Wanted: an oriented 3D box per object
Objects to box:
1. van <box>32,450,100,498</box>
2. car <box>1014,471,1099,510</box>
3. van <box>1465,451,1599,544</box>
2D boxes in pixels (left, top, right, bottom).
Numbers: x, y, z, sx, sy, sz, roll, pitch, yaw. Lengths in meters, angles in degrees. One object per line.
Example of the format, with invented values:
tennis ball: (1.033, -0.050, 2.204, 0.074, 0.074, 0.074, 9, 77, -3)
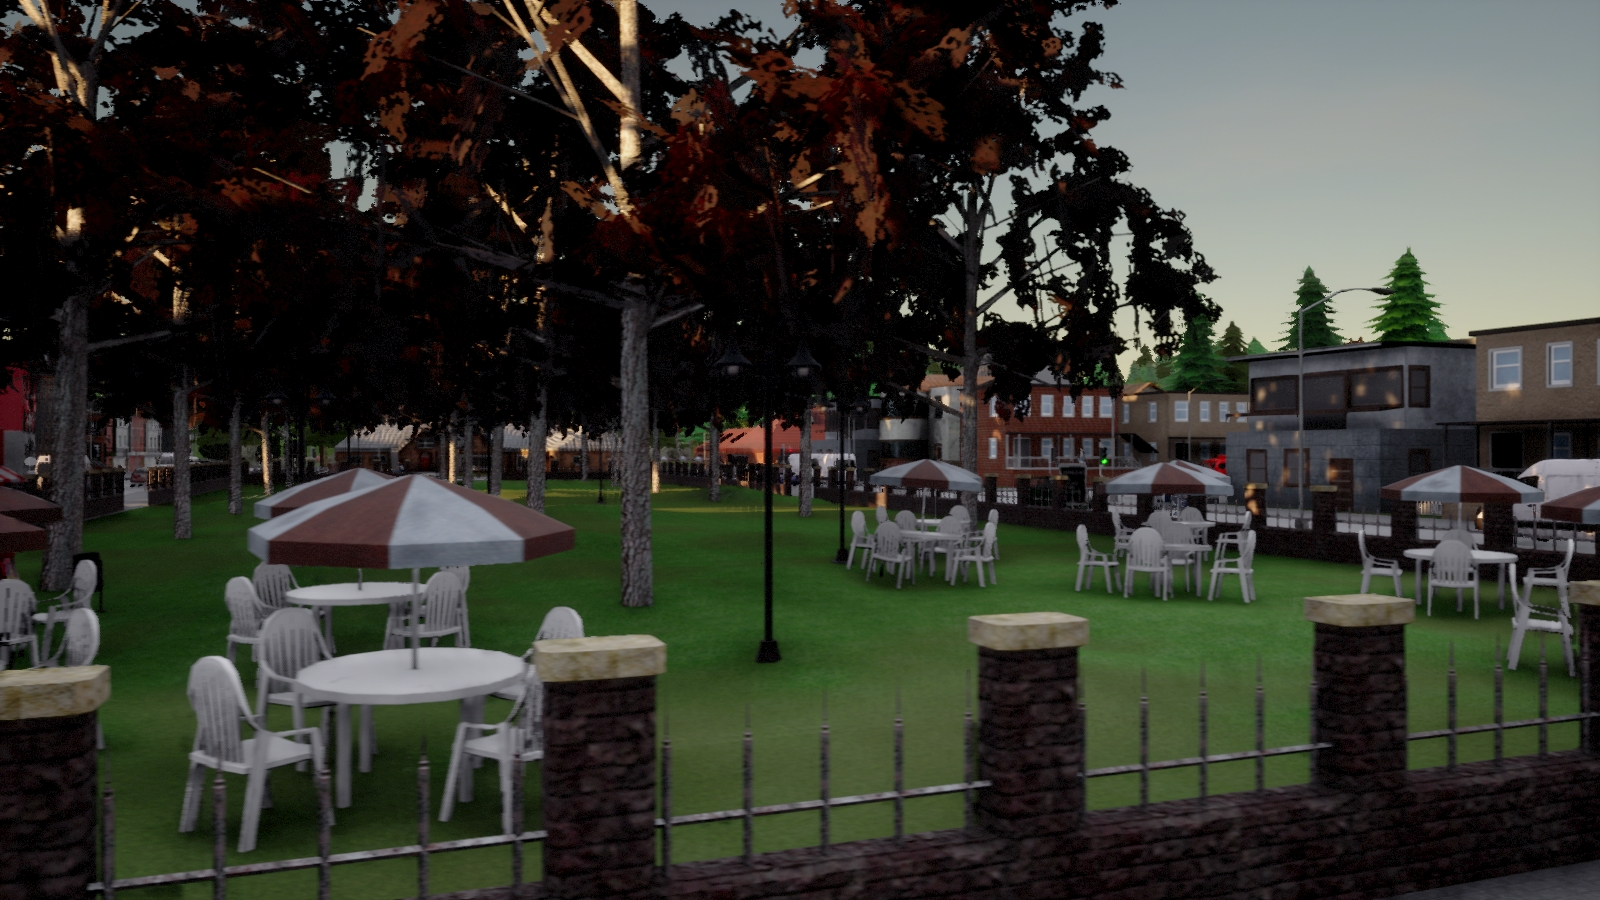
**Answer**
van: (-41.458, 1.314, 64.685, 1.988, 2.561, 5.915, 0, 0, -20)
car: (11.518, 1.780, 51.559, 1.851, 1.617, 3.988, 0, 0, -20)
van: (22.551, 1.314, 32.936, 1.988, 2.561, 5.915, 0, 0, -20)
